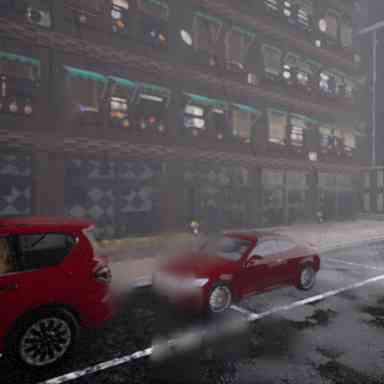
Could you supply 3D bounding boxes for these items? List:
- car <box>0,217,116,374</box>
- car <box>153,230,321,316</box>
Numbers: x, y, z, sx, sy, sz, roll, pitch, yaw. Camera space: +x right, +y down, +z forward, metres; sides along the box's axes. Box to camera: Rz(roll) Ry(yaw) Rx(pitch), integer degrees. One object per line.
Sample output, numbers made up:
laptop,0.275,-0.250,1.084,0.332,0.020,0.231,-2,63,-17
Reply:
car,-3.437,1.318,4.089,5.009,1.841,2.192,0,1,-36
car,1.178,1.553,7.388,4.206,1.307,1.802,0,1,-36
